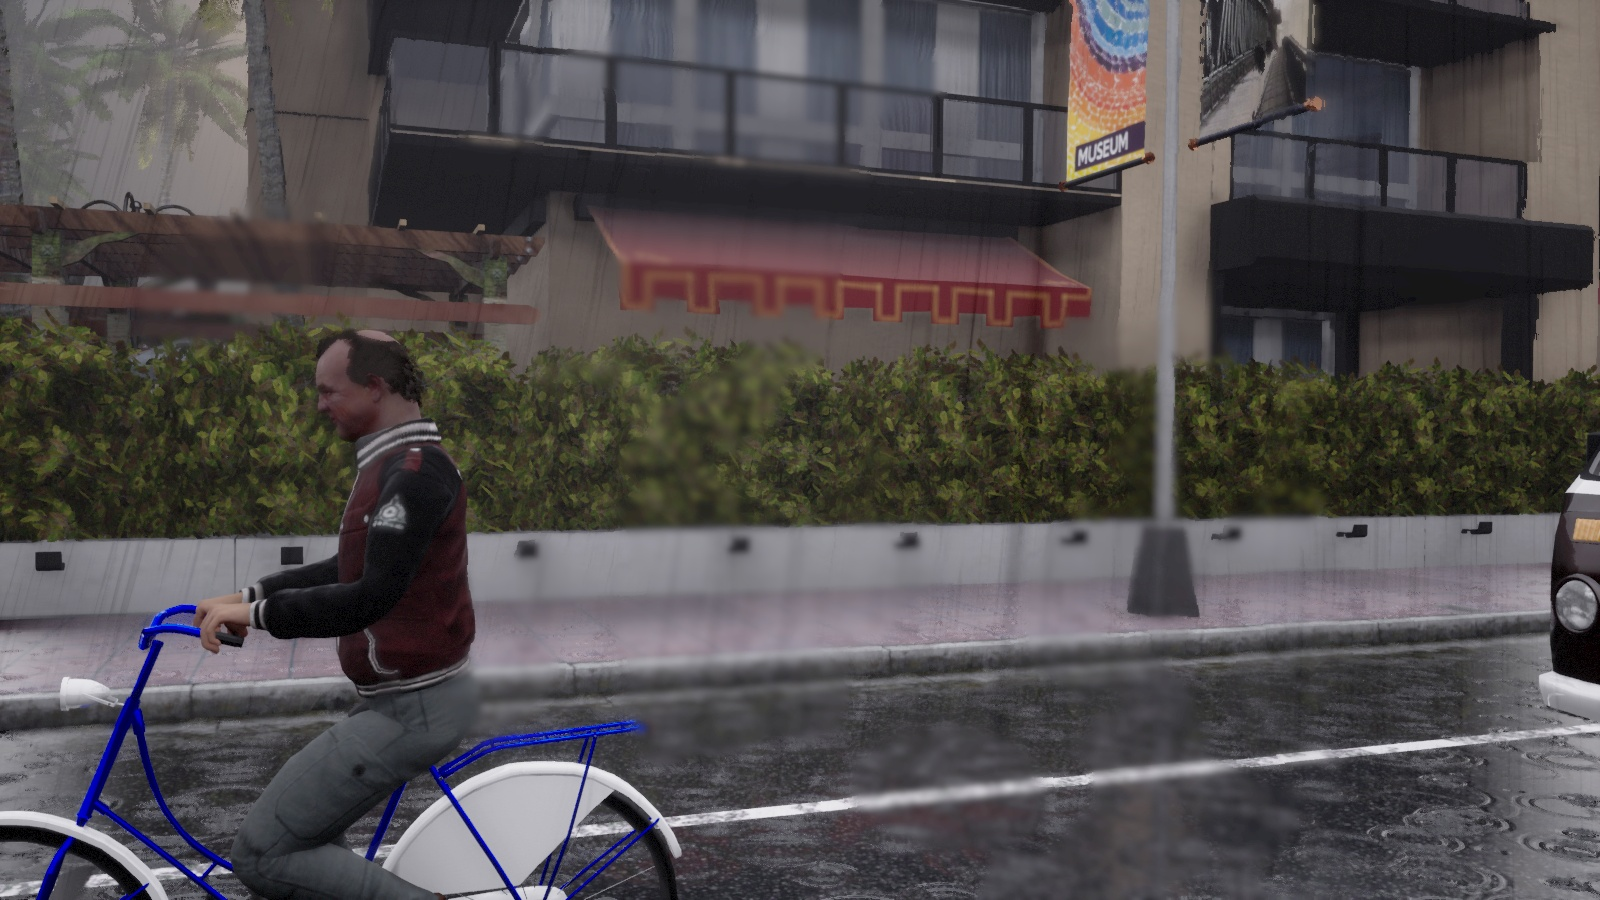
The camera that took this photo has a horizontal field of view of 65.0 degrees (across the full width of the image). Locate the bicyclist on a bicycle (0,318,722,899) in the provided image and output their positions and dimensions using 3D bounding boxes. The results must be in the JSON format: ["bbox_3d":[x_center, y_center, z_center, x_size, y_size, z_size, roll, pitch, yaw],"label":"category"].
[{"bbox_3d":[-1.157,0.636,2.793,1.843,1.776,0.659,-1,1,-21],"label":"bicyclist on a bicycle"}]

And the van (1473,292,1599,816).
[{"bbox_3d":[5.368,0.378,5.225,4.480,2.038,2.069,-1,1,-20],"label":"van"}]
